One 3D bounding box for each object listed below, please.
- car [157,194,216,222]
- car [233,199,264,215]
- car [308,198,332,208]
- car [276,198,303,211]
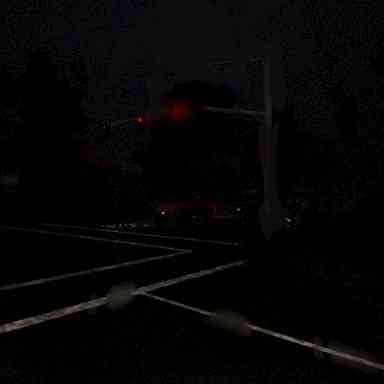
[{"bbox_3d":[-0.342,1.221,27.004,2.150,2.045,5.566,0,0,41],"label":"car"},{"bbox_3d":[6.165,1.491,34.491,2.128,1.511,4.902,0,0,41],"label":"car"},{"bbox_3d":[18.891,1.601,49.123,1.895,1.301,4.718,0,0,41],"label":"car"},{"bbox_3d":[12.262,1.526,41.513,1.812,1.442,4.674,0,0,41],"label":"car"}]
